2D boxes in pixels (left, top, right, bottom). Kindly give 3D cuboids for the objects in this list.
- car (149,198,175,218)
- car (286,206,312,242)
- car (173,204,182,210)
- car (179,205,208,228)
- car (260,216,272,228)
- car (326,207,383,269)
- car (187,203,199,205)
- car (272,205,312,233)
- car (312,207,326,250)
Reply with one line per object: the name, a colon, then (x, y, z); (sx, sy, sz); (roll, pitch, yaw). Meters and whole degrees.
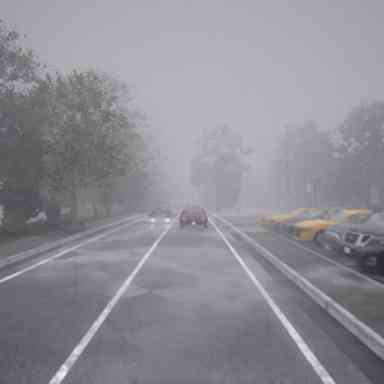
car: (-3.338, 1.691, 36.430); (2.150, 2.045, 5.566); (0, -2, 0)
car: (7.092, 1.542, 14.764); (5.008, 1.535, 2.097); (0, 0, 0)
car: (-3.230, 3.476, 77.129); (1.895, 1.301, 4.718); (0, -2, 0)
car: (0.106, 1.796, 23.846); (1.895, 1.301, 4.718); (0, -1, 0)
car: (6.905, 1.595, 20.305); (5.366, 1.575, 1.946); (0, -1, 0)
car: (7.053, 1.264, 9.217); (5.566, 2.045, 2.435); (0, 0, 0)
car: (0.111, 2.097, 41.155); (2.128, 1.511, 4.902); (0, -2, 0)
car: (7.094, 1.567, 17.536); (4.892, 1.521, 2.231); (0, -1, 0)
car: (7.115, 1.400, 11.988); (4.553, 1.767, 2.185); (0, 0, 0)
